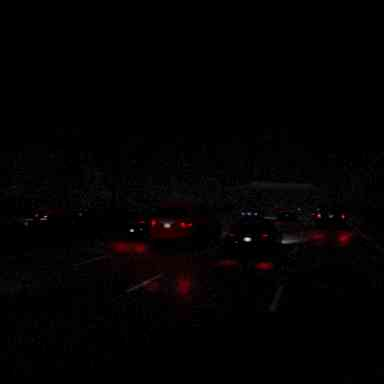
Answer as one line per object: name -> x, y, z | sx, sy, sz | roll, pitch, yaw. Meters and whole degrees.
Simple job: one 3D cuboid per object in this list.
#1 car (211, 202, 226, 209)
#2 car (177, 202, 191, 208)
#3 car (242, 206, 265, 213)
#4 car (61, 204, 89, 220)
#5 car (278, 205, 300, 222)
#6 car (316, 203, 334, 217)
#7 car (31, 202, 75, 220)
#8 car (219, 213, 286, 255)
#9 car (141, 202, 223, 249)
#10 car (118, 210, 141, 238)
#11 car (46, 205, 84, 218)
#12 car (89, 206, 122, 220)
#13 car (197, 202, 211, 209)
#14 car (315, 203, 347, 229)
car -> 5.948, 2.976, 73.635 | 2.033, 1.411, 5.357 | -1, -1, 20
car -> -1.924, 3.138, 82.599 | 1.895, 1.301, 4.718 | -1, -1, 20
car -> 6.373, 2.184, 34.286 | 2.033, 1.411, 5.357 | -1, -1, 20
car -> -11.601, 2.352, 36.718 | 1.882, 1.535, 5.008 | -1, -1, 20
car -> 9.628, 2.054, 33.003 | 1.882, 1.535, 5.008 | -1, -1, 20
car -> 16.186, 2.168, 40.624 | 1.837, 1.490, 4.892 | -1, -1, 20
car -> -15.183, 2.141, 37.140 | 2.150, 2.045, 5.566 | -1, -1, 20
car -> 2.856, 1.841, 14.765 | 1.994, 1.385, 4.181 | -1, -1, 20
car -> -0.139, 1.572, 16.805 | 2.150, 2.045, 5.566 | -1, -1, 20
car -> -2.454, 1.942, 20.575 | 2.128, 1.511, 4.902 | -1, -1, 20
car -> -16.500, 2.570, 43.609 | 1.837, 1.490, 4.892 | -1, -1, 20
car -> -8.470, 2.372, 35.091 | 1.994, 1.385, 4.181 | -1, -1, 20
car -> 2.667, 3.047, 74.852 | 1.994, 1.385, 4.181 | -1, -1, 20
car -> 10.463, 1.762, 25.230 | 2.097, 1.767, 4.553 | -1, -1, 20
